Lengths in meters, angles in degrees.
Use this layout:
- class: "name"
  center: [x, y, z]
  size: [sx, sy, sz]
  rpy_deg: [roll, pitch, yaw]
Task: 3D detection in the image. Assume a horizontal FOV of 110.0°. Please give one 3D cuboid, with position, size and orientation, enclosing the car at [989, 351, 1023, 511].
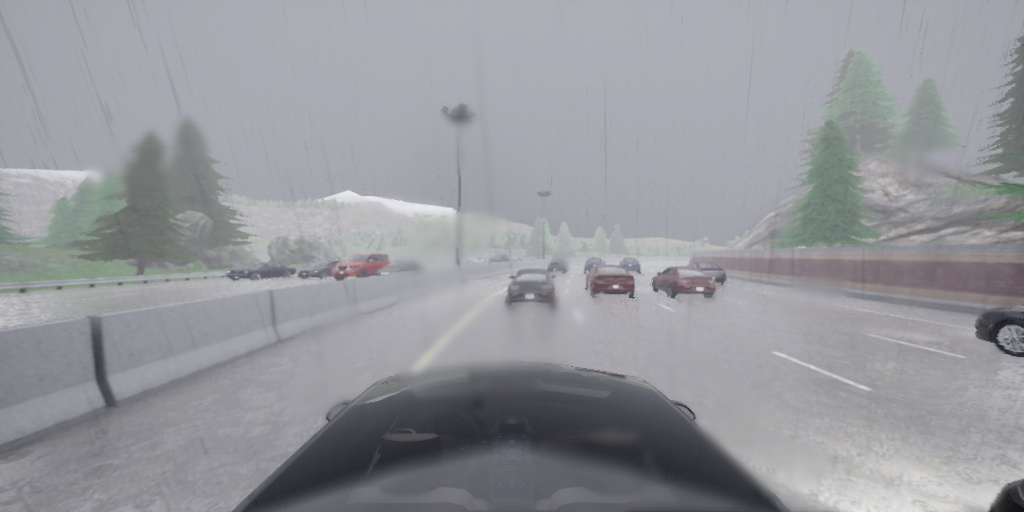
- class: "car"
  center: [3.687, 1.331, 0.220]
  size: [1.994, 1.385, 4.181]
  rpy_deg: [0, 0, 0]

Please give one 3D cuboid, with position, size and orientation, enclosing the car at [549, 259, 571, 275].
- class: "car"
  center: [4.789, 1.091, 36.348]
  size: [1.837, 1.490, 4.892]
  rpy_deg: [0, 0, 14]

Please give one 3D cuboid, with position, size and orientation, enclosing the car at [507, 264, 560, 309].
- class: "car"
  center: [0.851, 1.213, 14.405]
  size: [1.812, 1.442, 4.674]
  rpy_deg: [0, 0, 5]

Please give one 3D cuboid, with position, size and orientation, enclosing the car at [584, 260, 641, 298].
- class: "car"
  center: [4.778, 1.157, 17.927]
  size: [1.882, 1.535, 5.008]
  rpy_deg: [0, 0, 7]

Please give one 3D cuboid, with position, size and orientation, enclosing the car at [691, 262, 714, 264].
- class: "car"
  center: [12.883, 1.159, 24.540]
  size: [2.128, 1.511, 4.902]
  rpy_deg: [0, 0, 10]

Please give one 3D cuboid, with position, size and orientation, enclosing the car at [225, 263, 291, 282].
- class: "car"
  center: [-18.830, 1.171, 27.136]
  size: [1.895, 1.301, 4.718]
  rpy_deg: [0, 0, 10]

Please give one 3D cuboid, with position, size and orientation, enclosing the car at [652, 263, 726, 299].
- class: "car"
  center: [8.229, 1.217, 17.458]
  size: [1.812, 1.442, 4.674]
  rpy_deg: [0, 0, 7]

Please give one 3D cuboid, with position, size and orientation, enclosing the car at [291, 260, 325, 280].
- class: "car"
  center: [-14.944, 1.076, 28.940]
  size: [1.837, 1.490, 4.892]
  rpy_deg: [0, 0, 11]

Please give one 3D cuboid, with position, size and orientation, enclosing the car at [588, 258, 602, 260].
- class: "car"
  center: [8.783, 0.941, 37.686]
  size: [2.097, 1.767, 4.553]
  rpy_deg: [0, 0, 15]

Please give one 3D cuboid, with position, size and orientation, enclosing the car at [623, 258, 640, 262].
- class: "car"
  center: [12.882, 0.944, 39.289]
  size: [2.097, 1.767, 4.553]
  rpy_deg: [0, 0, 16]

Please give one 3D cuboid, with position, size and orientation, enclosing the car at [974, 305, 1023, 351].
- class: "car"
  center: [10.764, 1.264, 5.576]
  size: [1.837, 1.490, 4.892]
  rpy_deg: [0, 0, 2]

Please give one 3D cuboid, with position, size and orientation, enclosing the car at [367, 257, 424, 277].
- class: "car"
  center: [-8.229, 1.092, 26.729]
  size: [2.128, 1.511, 4.902]
  rpy_deg: [0, 0, 10]

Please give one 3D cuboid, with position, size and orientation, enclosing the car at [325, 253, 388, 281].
- class: "car"
  center: [-11.563, 0.808, 28.079]
  size: [2.150, 2.045, 5.566]
  rpy_deg: [0, 0, 11]
